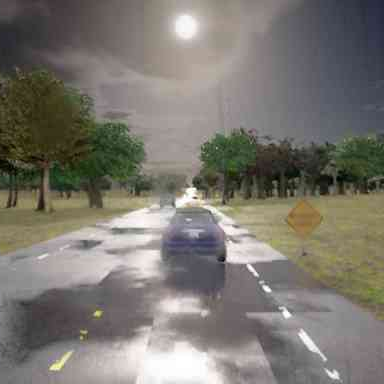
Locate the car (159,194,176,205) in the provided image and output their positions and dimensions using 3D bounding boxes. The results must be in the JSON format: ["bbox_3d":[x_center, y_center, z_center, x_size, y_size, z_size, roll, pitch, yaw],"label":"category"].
[{"bbox_3d":[-3.584,1.353,49.455,2.150,2.045,5.566,0,0,0],"label":"car"}]

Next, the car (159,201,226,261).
[{"bbox_3d":[0.065,1.376,12.597,2.097,1.767,4.553,0,0,0],"label":"car"}]

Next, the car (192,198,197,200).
[{"bbox_3d":[0.074,1.536,29.405,1.882,1.535,5.008,0,0,0],"label":"car"}]

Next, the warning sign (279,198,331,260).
[{"bbox_3d":[3.548,1.137,10.582,1.300,1.860,1.060,0,0,0],"label":"warning sign"}]
